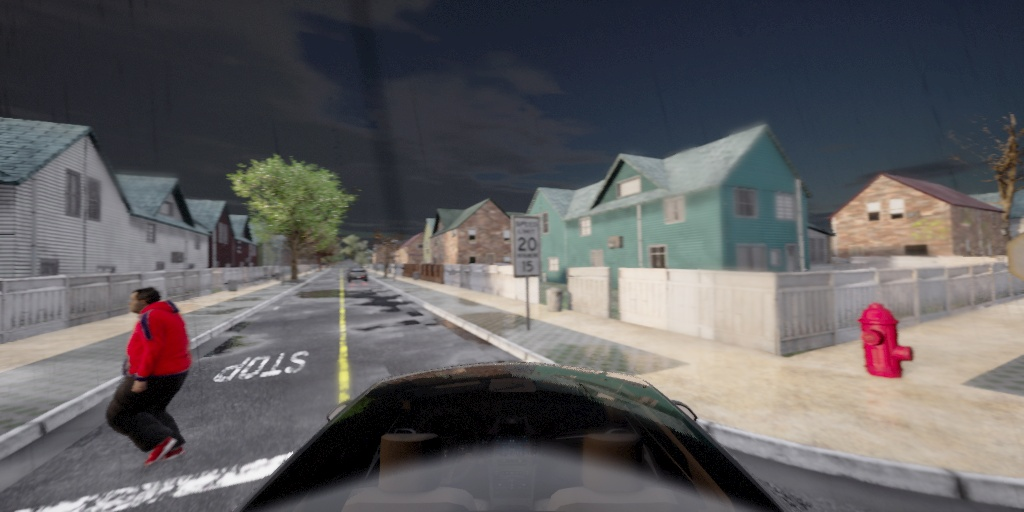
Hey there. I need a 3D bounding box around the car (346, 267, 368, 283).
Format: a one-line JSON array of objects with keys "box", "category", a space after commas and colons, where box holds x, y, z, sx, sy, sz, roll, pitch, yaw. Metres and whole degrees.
[{"box": [-16.192, 1.942, 37.612, 2.128, 1.511, 4.902, 0, -1, -25], "category": "car"}]

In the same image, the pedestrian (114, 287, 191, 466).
[{"box": [-3.544, 1.119, 3.567, 0.375, 1.860, 0.375, 1, -3, -25], "category": "pedestrian"}]
